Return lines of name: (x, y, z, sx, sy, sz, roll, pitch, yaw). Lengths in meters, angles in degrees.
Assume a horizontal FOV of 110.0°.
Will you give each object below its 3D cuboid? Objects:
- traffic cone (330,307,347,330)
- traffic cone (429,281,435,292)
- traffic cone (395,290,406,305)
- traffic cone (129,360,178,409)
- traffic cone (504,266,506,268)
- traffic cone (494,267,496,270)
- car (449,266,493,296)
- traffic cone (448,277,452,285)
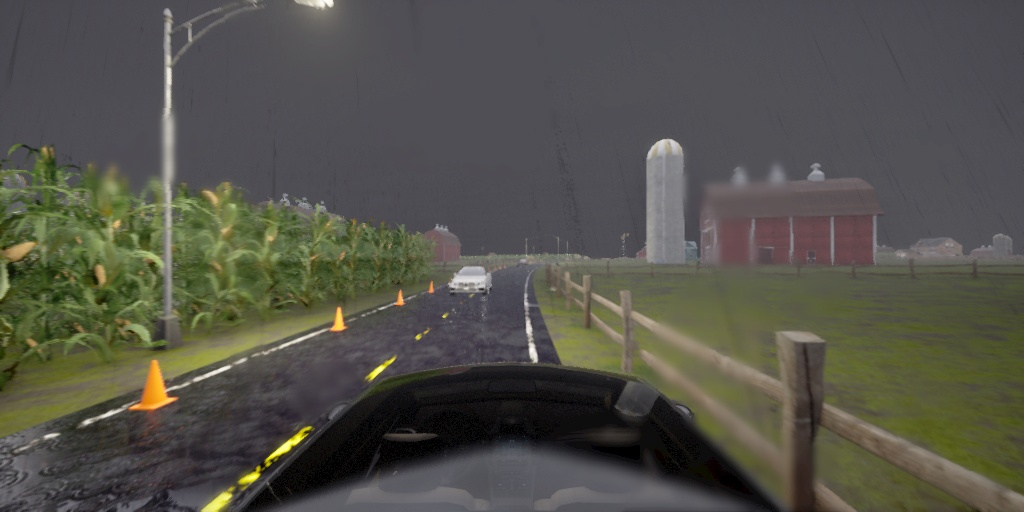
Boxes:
traffic cone: (-4.757, 1.702, 9.860, 0.340, 0.580, 0.340, 0, 0, 1)
traffic cone: (-4.470, 1.704, 19.907, 0.340, 0.580, 0.340, 0, 0, 2)
traffic cone: (-4.640, 1.703, 14.884, 0.340, 0.580, 0.340, 0, 0, 2)
traffic cone: (-4.820, 1.702, 4.833, 0.340, 0.580, 0.340, 0, 0, 0)
traffic cone: (-1.198, 1.717, 59.973, 0.340, 0.580, 0.340, 0, 0, 7)
traffic cone: (-2.334, 1.712, 49.985, 0.340, 0.580, 0.340, 0, 0, 6)
car: (-2.091, 1.275, 19.391, 1.812, 1.442, 4.674, 0, 0, 2)
traffic cone: (-4.247, 1.705, 24.929, 0.340, 0.580, 0.340, 0, 0, 3)
